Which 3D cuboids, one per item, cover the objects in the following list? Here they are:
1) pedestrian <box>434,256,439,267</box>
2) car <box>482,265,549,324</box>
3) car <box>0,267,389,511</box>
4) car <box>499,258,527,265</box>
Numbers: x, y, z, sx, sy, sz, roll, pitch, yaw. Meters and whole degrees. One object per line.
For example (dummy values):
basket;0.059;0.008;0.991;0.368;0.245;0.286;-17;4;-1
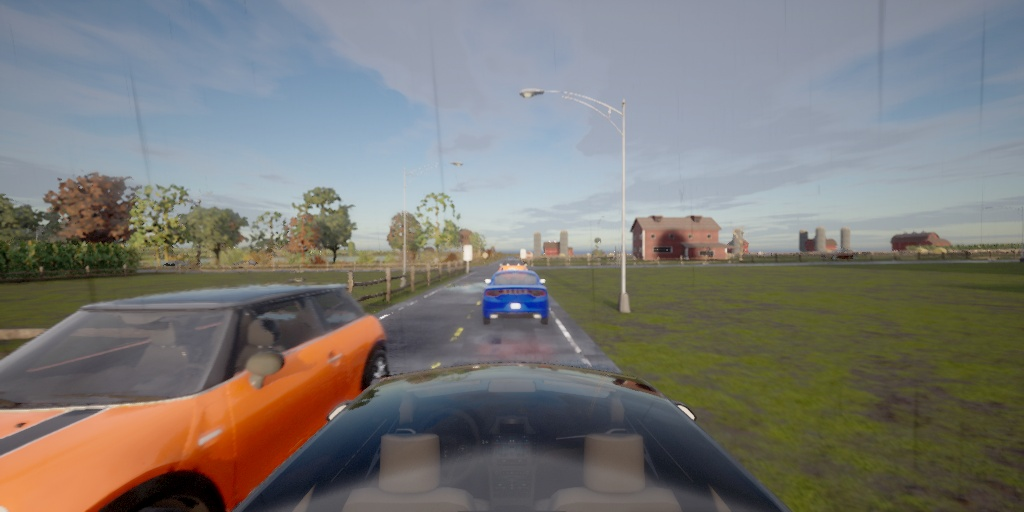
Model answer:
pedestrian;-12.150;0.934;57.693;0.375;1.860;0.375;0;2;0
car;0.113;1.185;11.849;1.882;1.535;5.008;0;-1;0
car;-2.782;1.096;3.092;2.097;1.767;4.553;0;0;1
car;0.104;0.993;27.527;2.097;1.767;4.553;0;0;0
